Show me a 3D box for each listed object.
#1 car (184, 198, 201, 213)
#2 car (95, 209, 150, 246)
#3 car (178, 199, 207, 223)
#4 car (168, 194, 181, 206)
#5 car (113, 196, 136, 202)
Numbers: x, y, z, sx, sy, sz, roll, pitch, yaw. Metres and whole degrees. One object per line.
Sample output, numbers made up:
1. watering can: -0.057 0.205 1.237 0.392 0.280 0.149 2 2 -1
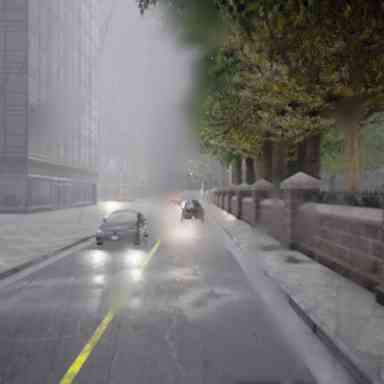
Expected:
1. car: 0.086 1.598 40.122 1.882 1.535 5.008 0 0 0
2. car: -3.103 1.579 15.678 1.812 1.442 4.674 0 0 0
3. car: 0.092 1.593 26.381 1.837 1.490 4.892 0 0 0
4. car: -3.050 1.384 58.899 2.150 2.045 5.566 0 0 1
5. car: -14.945 1.594 73.705 4.829 1.417 1.752 1 -1 0
